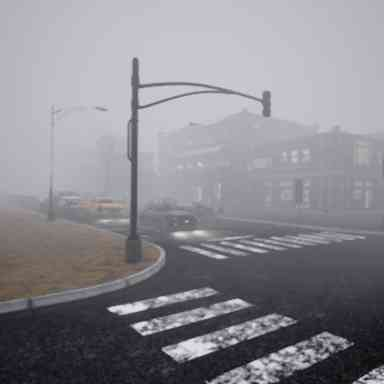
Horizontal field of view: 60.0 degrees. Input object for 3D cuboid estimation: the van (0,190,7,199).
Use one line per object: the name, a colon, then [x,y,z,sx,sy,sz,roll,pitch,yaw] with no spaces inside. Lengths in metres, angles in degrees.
van: [-36.020,0.491,63.046,1.690,1.788,3.998,2,0,-36]

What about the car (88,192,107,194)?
car: [-12.870,0.932,45.631,2.192,1.841,5.009,2,0,-36]

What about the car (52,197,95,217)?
car: [-9.802,1.301,27.256,1.802,1.307,4.206,2,0,-36]

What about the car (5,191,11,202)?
car: [-26.192,0.917,49.624,1.887,1.381,4.507,2,0,-36]

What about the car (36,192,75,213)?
car: [-13.076,1.092,31.730,1.967,1.590,4.097,2,0,-36]

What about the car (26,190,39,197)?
car: [-39.099,0.464,81.420,1.967,1.590,4.097,2,0,-36]

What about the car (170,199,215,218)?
car: [0.235,1.470,27.735,1.802,1.307,4.206,2,0,-36]

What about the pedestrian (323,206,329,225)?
pedestrian: [8.579,1.465,21.321,0.375,1.300,0.375,2,-1,-36]

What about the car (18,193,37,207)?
car: [-19.636,1.096,40.675,1.802,1.307,4.206,2,0,-36]

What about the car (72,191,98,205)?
car: [-16.149,0.861,50.107,2.192,1.841,5.009,2,0,-36]

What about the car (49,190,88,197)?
car: [-13.890,0.845,37.227,2.150,2.045,5.566,1,0,-36]

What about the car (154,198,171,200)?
car: [-3.040,1.261,32.211,1.967,1.590,4.097,2,0,-36]

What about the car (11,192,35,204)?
car: [-22.915,1.026,45.151,1.802,1.307,4.206,2,0,-36]

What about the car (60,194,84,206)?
car: [-16.928,1.048,46.680,1.837,1.490,4.892,1,0,-36]

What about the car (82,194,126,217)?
car: [-7.586,1.231,28.599,1.882,1.535,5.008,1,0,-36]

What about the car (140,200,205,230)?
car: [-1.457,1.441,20.239,1.994,1.385,4.181,1,0,-36]

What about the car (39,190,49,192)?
car: [-22.889,0.635,54.733,2.150,2.045,5.566,1,0,-36]

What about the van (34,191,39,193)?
van: [-32.541,0.518,72.474,1.690,1.788,3.998,2,0,-36]
